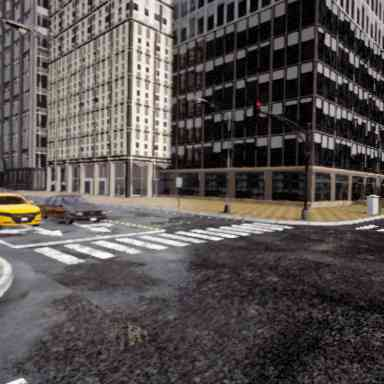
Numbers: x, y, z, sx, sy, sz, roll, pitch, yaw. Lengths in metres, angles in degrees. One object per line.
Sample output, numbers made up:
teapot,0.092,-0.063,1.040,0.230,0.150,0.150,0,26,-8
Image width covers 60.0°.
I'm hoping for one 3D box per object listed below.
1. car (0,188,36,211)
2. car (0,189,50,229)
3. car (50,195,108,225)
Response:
car,-14.077,0.508,25.409,5.357,1.411,2.033,3,2,44
car,-8.998,0.803,16.036,5.008,1.535,1.882,3,2,44
car,-6.814,0.877,18.445,5.357,1.411,2.033,3,2,44
